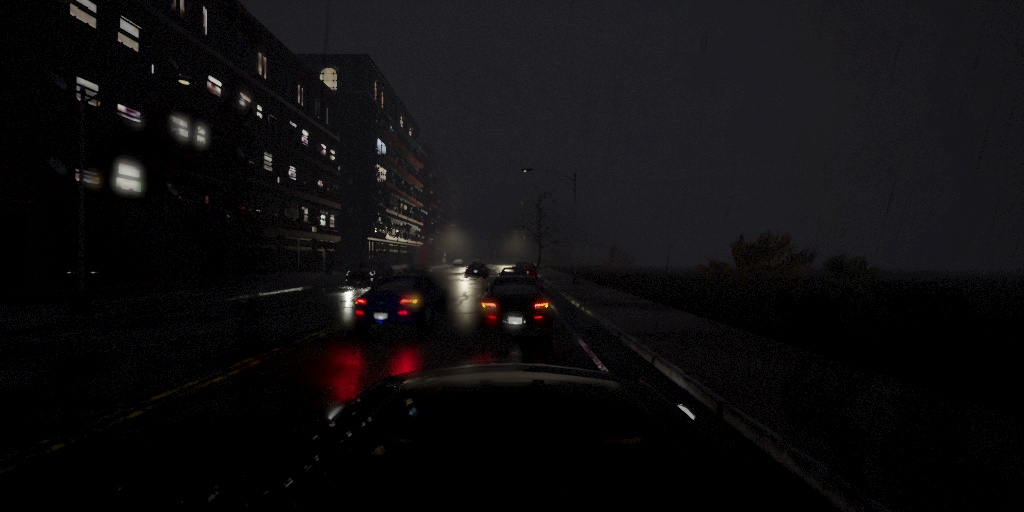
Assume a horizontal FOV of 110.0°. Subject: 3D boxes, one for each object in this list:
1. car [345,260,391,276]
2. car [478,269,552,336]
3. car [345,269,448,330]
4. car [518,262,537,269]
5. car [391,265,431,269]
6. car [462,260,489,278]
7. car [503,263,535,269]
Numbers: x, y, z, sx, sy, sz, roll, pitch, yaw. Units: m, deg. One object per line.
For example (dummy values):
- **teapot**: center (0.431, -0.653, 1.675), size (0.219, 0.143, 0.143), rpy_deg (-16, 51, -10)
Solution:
- **car**: center (-9.900, 1.105, 25.286), size (2.097, 1.767, 4.553), rpy_deg (0, 0, 0)
- **car**: center (0.074, 1.277, 10.282), size (1.812, 1.442, 4.674), rpy_deg (0, 0, 0)
- **car**: center (-3.171, 1.277, 10.950), size (1.812, 1.442, 4.674), rpy_deg (0, 0, 0)
- **car**: center (1.079, 1.231, 29.977), size (1.882, 1.535, 5.008), rpy_deg (0, 0, 0)
- **car**: center (-6.649, 1.317, 25.221), size (1.994, 1.385, 4.181), rpy_deg (0, 0, 0)
- **car**: center (-3.217, 1.318, 33.746), size (1.994, 1.385, 4.181), rpy_deg (0, 0, 0)
- **car**: center (0.062, 1.317, 20.449), size (1.994, 1.385, 4.181), rpy_deg (0, 0, 0)
